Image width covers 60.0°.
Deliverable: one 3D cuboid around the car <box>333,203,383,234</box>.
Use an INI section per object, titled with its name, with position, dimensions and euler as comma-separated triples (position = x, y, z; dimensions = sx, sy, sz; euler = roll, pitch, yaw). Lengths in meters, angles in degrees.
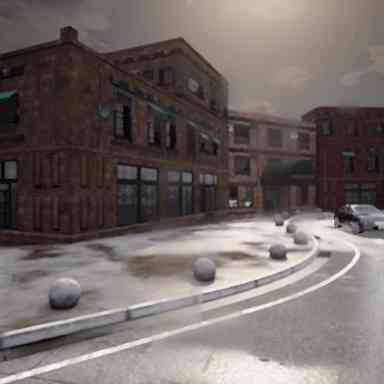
[car]
position = 9.639, 1.471, 18.953
dimensions = 2.128, 1.511, 4.902
euler = 0, 1, 4
